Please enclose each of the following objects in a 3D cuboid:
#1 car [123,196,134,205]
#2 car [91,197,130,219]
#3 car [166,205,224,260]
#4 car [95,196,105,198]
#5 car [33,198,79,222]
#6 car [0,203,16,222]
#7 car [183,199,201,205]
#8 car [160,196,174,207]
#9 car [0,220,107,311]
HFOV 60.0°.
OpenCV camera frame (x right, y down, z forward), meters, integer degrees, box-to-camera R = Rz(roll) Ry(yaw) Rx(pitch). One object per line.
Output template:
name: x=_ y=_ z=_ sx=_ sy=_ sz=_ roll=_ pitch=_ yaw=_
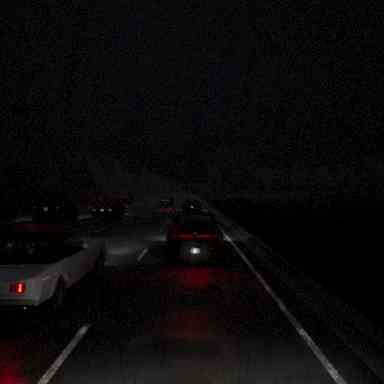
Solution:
car: x=-10.607 y=1.347 z=54.291 sx=1.812 sy=1.442 sz=4.674 roll=0 pitch=0 yaw=0
car: x=-6.979 y=1.454 z=28.254 sx=2.033 sy=1.411 sz=5.357 roll=0 pitch=0 yaw=0
car: x=0.089 y=1.466 z=12.245 sx=1.837 sy=1.490 sz=4.892 roll=0 pitch=1 yaw=0
car: x=-14.095 y=1.356 z=51.661 sx=1.812 sy=1.442 sz=4.674 roll=0 pitch=0 yaw=0
car: x=-10.467 y=1.266 z=25.910 sx=2.097 sy=1.767 sz=4.553 roll=0 pitch=0 yaw=0
car: x=-13.951 y=1.277 z=22.612 sx=2.097 sy=1.767 sz=4.553 roll=0 pitch=0 yaw=0
car: x=-0.014 y=1.448 z=35.164 sx=1.994 sy=1.385 sz=4.181 roll=0 pitch=0 yaw=0
car: x=-3.577 y=1.334 z=47.998 sx=2.128 sy=1.511 sz=4.902 roll=0 pitch=0 yaw=0
car: x=-3.399 y=1.575 z=7.636 sx=1.895 sy=1.301 sz=4.718 roll=0 pitch=0 yaw=0
